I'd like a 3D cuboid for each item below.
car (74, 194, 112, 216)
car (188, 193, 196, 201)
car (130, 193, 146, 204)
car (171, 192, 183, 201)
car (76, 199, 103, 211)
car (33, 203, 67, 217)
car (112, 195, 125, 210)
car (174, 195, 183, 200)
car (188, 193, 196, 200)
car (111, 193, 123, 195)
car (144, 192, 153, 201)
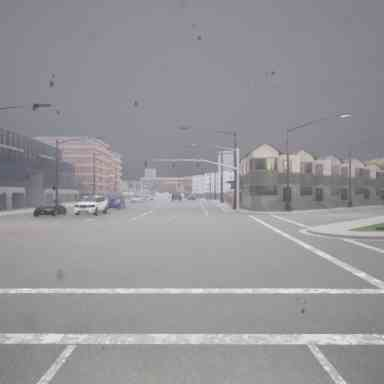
[{"bbox_3d":[-10.632,1.418,35.347,2.150,2.045,5.566,0,0,1],"label":"car"},{"bbox_3d":[-0.071,1.420,77.825,1.895,1.301,4.718,0,-1,0],"label":"car"},{"bbox_3d":[-10.604,1.444,63.881,1.812,1.442,4.674,0,1,0],"label":"car"},{"bbox_3d":[-3.570,1.050,77.111,2.150,2.045,5.566,0,0,0],"label":"car"},{"bbox_3d":[-14.139,1.734,46.318,2.033,1.411,5.357,0,0,0],"label":"car"},{"bbox_3d":[-14.130,1.750,33.339,1.994,1.385,4.181,0,0,0],"label":"car"},{"bbox_3d":[-10.641,1.663,46.619,1.882,1.535,5.008,0,1,0],"label":"car"},{"bbox_3d":[-3.581,1.478,87.804,2.128,1.511,4.902,0,-2,0],"label":"car"},{"bbox_3d":[-0.081,1.138,87.785,2.097,1.767,4.553,0,-2,0],"label":"car"},{"bbox_3d":[-14.112,1.175,61.996,2.150,2.045,5.566,0,1,0],"label":"car"},{"bbox_3d":[-10.573,1.054,79.229,2.150,2.045,5.566,0,0,0],"label":"car"}]
